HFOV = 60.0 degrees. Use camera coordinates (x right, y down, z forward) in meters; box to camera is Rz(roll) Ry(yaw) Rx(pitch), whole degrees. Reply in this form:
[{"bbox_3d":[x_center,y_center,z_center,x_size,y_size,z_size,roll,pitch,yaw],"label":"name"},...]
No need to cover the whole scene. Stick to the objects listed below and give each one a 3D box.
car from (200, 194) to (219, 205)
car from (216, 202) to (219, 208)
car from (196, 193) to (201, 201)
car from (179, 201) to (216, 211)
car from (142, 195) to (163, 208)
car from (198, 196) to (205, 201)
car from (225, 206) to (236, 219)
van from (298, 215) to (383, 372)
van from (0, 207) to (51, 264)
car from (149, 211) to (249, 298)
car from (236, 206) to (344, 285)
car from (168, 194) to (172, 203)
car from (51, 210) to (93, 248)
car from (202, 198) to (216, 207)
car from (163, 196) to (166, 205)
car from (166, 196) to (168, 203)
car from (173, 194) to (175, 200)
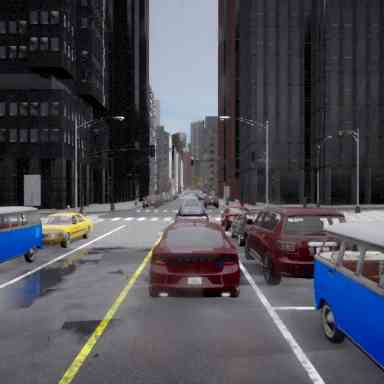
[{"bbox_3d":[2.720,1.335,47.485,2.192,1.841,5.009,0,0,0],"label":"car"},{"bbox_3d":[2.743,1.547,20.444,1.887,1.381,4.507,0,0,0],"label":"car"},{"bbox_3d":[2.688,1.637,86.991,1.887,1.381,4.507,0,0,0],"label":"car"},{"bbox_3d":[-0.013,1.493,18.991,2.128,1.511,4.902,0,0,0],"label":"car"},{"bbox_3d":[-5.805,1.335,47.488,2.192,1.841,5.009,0,0,0],"label":"car"},{"bbox_3d":[2.684,1.672,92.636,1.947,1.339,4.313,0,0,0],"label":"car"},{"bbox_3d":[2.749,1.552,14.919,2.008,1.369,4.403,0,0,0],"label":"car"},{"bbox_3d":[2.760,1.341,3.867,1.690,1.788,3.998,0,0,0],"label":"van"},{"bbox_3d":[-5.776,1.341,9.399,1.690,1.788,3.998,0,0,0],"label":"van"},{"bbox_3d":[0.060,1.478,8.582,1.882,1.535,5.008,0,0,0],"label":"car"},{"bbox_3d":[2.754,1.315,9.393,2.192,1.841,5.009,0,0,0],"label":"car"},{"bbox_3d":[-5.823,1.618,70.061,1.947,1.339,4.313,0,0,0],"label":"car"},{"bbox_3d":[-5.779,1.526,14.753,1.752,1.417,4.829,0,0,0],"label":"car"},{"bbox_3d":[2.716,1.592,53.129,1.947,1.339,4.313,0,0,0],"label":"car"},{"bbox_3d":[-5.810,1.341,53.131,2.192,1.841,5.009,0,0,0],"label":"car"},{"bbox_3d":[-5.813,1.598,58.774,1.947,1.339,4.313,0,0,0],"label":"car"},{"bbox_3d":[-5.833,1.622,81.347,1.887,1.381,4.507,0,0,0],"label":"car"}]
